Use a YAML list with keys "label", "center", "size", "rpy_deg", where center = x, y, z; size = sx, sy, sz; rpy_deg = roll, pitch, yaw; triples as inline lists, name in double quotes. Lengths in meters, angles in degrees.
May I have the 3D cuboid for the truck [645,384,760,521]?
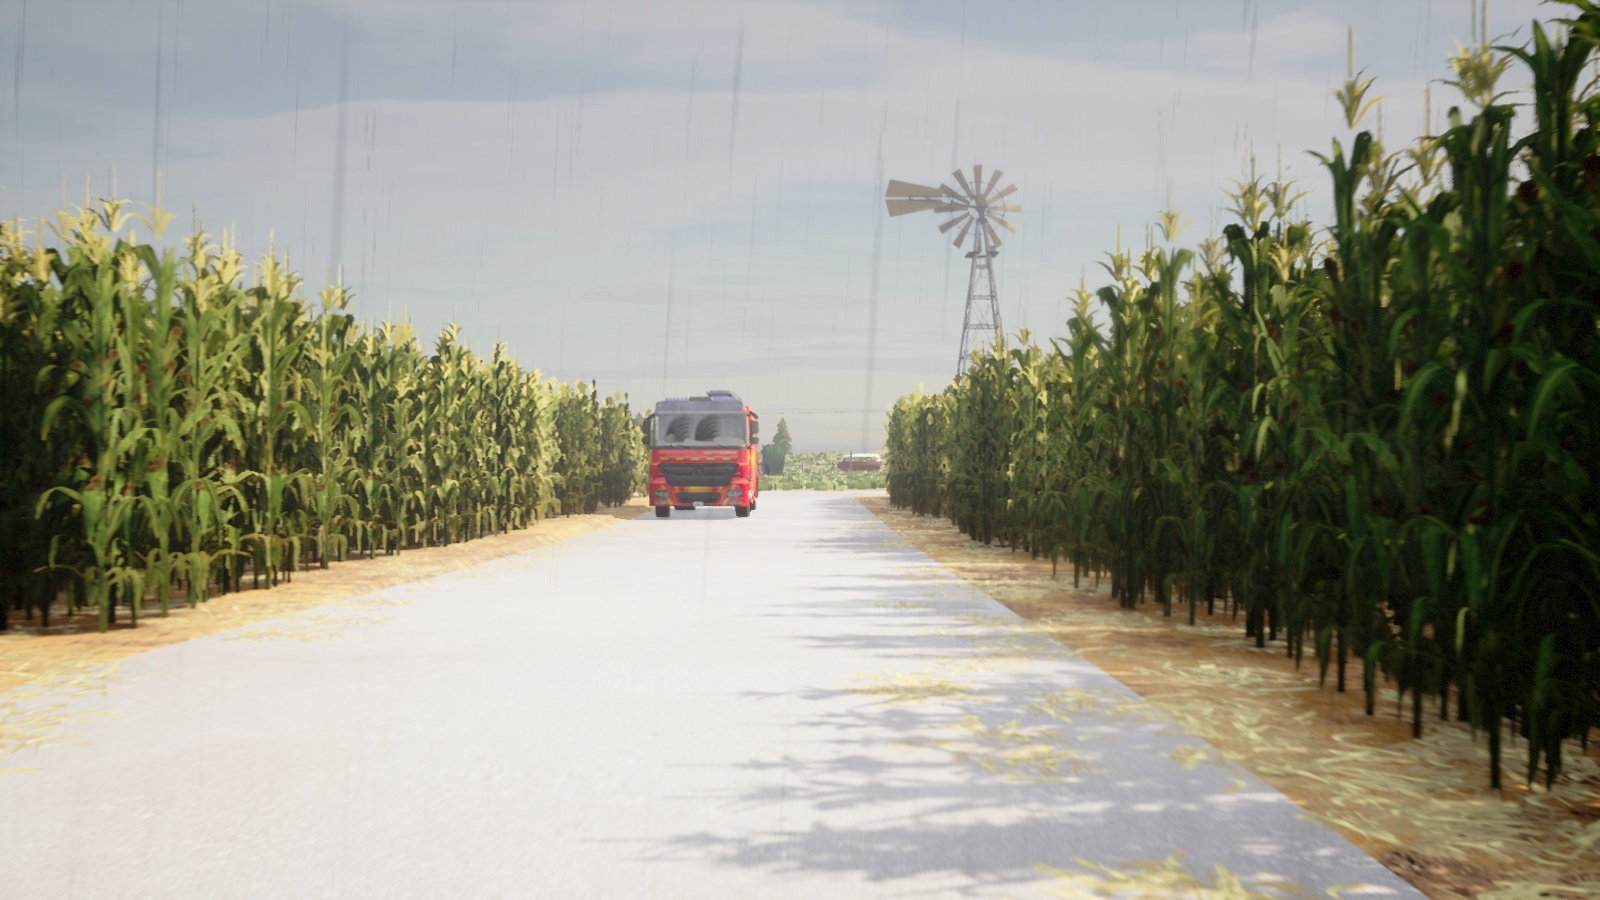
- label: "truck"
  center: [-2.861, 0.095, 39.350]
  size: [2.891, 3.827, 8.468]
  rpy_deg: [0, 0, 0]
